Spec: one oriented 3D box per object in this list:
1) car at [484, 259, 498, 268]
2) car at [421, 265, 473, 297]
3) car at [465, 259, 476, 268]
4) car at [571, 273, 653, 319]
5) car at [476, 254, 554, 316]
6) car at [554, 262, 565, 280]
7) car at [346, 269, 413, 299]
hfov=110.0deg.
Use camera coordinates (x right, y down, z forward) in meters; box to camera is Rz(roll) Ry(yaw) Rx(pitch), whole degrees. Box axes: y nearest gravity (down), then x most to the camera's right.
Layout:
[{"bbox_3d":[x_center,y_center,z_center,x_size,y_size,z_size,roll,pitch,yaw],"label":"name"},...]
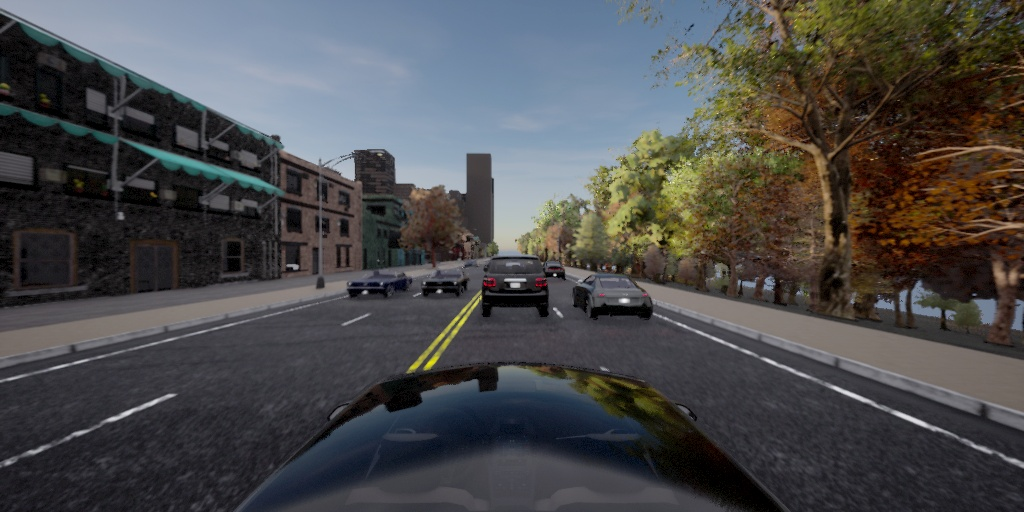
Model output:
[{"bbox_3d":[-3.485,1.258,59.910,1.994,1.385,4.181,0,0,0],"label":"car"},{"bbox_3d":[-3.350,1.334,18.768,1.895,1.301,4.718,0,0,0],"label":"car"},{"bbox_3d":[-6.735,1.259,59.857,1.994,1.385,4.181,0,0,0],"label":"car"},{"bbox_3d":[3.350,1.303,12.690,1.994,1.385,4.181,0,0,0],"label":"car"},{"bbox_3d":[0.100,0.960,13.365,2.150,2.045,5.566,0,0,0],"label":"car"},{"bbox_3d":[3.352,1.227,30.382,1.837,1.490,4.892,0,0,0],"label":"car"},{"bbox_3d":[-6.600,1.334,18.331,1.895,1.301,4.718,0,0,0],"label":"car"}]
